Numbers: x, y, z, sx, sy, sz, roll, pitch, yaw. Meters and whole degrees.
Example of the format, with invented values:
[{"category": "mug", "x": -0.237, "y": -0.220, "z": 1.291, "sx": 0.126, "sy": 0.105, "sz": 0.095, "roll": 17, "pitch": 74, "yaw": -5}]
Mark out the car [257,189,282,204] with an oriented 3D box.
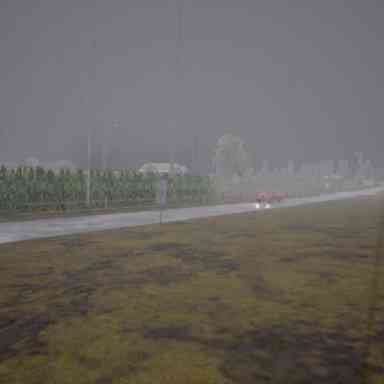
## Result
[{"category": "car", "x": 12.007, "y": 0.633, "z": 51.283, "sx": 2.150, "sy": 2.045, "sz": 5.566, "roll": 3, "pitch": 3, "yaw": 36}]
